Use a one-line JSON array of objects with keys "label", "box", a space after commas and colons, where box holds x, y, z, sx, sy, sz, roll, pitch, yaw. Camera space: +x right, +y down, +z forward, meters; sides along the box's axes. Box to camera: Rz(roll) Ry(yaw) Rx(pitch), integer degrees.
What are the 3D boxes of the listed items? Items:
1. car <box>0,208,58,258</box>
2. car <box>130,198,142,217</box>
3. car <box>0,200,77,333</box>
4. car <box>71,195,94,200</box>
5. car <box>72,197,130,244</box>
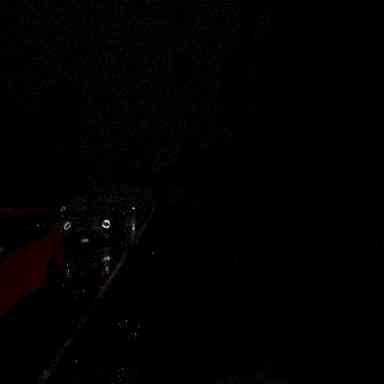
[{"label": "car", "box": [-7.862, 1.658, 14.577, 2.033, 1.411, 5.357, -2, 1, -3]}, {"label": "car", "box": [-5.069, 1.197, 26.114, 1.895, 1.301, 4.718, -2, 3, -3]}, {"label": "car", "box": [-3.794, 1.339, 5.262, 2.150, 2.045, 5.566, -2, 0, -4]}, {"label": "car", "box": [-8.557, 1.096, 25.733, 2.097, 1.767, 4.553, -2, 2, -3]}, {"label": "car", "box": [-4.423, 1.303, 15.519, 2.097, 1.767, 4.553, -2, 2, -3]}]
